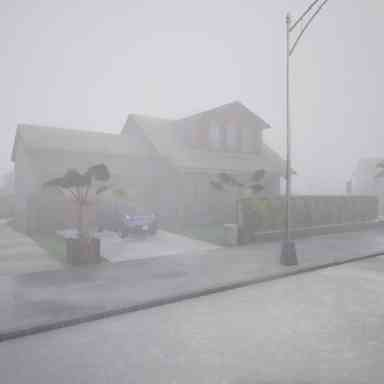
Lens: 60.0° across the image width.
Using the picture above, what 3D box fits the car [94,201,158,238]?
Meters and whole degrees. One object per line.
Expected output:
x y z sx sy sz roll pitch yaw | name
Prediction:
-3.054 1.174 15.268 1.845 1.501 3.633 0 0 -38 | car
